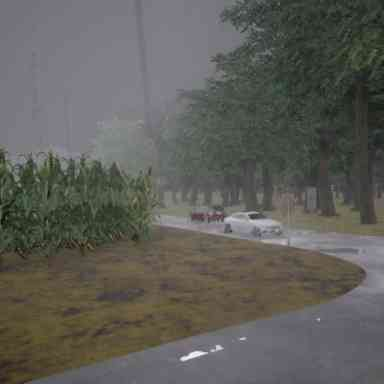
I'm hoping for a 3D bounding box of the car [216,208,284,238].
[{"bbox_3d":[3.756,1.995,21.214,1.812,1.442,4.674,-1,-1,-29],"label":"car"}]

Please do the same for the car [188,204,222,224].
[{"bbox_3d":[1.375,1.992,31.497,2.097,1.767,4.553,-1,-1,-29],"label":"car"}]
